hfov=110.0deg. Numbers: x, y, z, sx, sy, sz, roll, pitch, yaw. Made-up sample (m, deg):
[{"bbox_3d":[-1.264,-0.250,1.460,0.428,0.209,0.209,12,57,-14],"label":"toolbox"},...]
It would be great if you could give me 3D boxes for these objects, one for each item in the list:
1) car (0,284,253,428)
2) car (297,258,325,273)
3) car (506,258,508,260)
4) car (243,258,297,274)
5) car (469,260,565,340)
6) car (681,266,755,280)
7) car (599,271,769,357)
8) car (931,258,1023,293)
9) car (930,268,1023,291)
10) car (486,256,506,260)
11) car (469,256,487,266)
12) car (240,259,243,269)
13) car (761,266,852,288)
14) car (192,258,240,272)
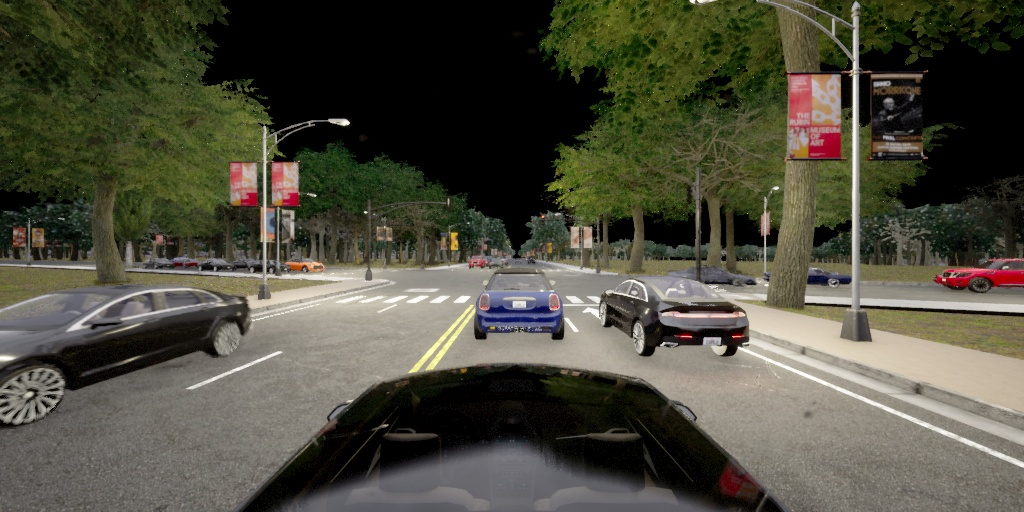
[{"bbox_3d":[-6.554,1.242,5.724,2.128,1.511,4.902,0,0,1],"label":"car"},{"bbox_3d":[-23.633,0.983,40.913,4.553,1.767,2.097,0,0,24],"label":"car"},{"bbox_3d":[-2.210,1.360,64.872,1.895,1.301,4.718,0,0,1],"label":"car"},{"bbox_3d":[-25.920,1.103,38.368,5.008,1.535,1.882,0,0,22],"label":"car"},{"bbox_3d":[0.191,1.102,10.136,2.097,1.767,4.553,0,0,1],"label":"car"},{"bbox_3d":[13.379,1.390,24.408,5.357,1.411,2.033,0,0,24],"label":"car"},{"bbox_3d":[3.428,1.242,8.548,2.128,1.511,4.902,0,0,0],"label":"car"},{"bbox_3d":[29.307,1.153,21.077,5.566,2.045,2.150,0,0,25],"label":"car"},{"bbox_3d":[31.481,1.537,23.674,4.718,1.301,1.895,0,0,24],"label":"car"},{"bbox_3d":[-2.401,1.109,55.881,2.097,1.767,4.553,0,0,1],"label":"car"},{"bbox_3d":[-5.630,0.979,57.948,2.150,2.045,5.566,0,0,1],"label":"car"},{"bbox_3d":[-33.012,1.072,45.101,4.902,1.511,2.128,0,0,24],"label":"car"},{"bbox_3d":[20.393,1.478,25.057,4.718,1.301,1.895,0,0,24],"label":"car"},{"bbox_3d":[-34.991,1.055,42.426,5.008,1.535,1.882,0,0,24],"label":"car"}]
